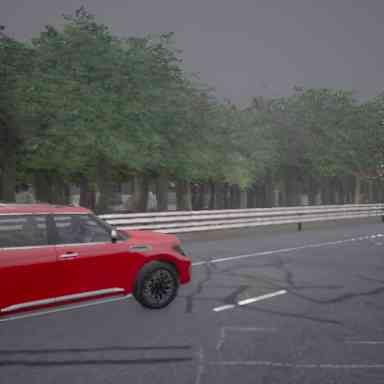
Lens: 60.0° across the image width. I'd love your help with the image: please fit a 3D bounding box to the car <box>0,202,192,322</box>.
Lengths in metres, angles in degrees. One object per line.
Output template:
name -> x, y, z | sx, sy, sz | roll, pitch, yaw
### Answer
car -> -2.660, 1.213, 6.138 | 5.566, 2.045, 2.150 | 0, 1, -36
